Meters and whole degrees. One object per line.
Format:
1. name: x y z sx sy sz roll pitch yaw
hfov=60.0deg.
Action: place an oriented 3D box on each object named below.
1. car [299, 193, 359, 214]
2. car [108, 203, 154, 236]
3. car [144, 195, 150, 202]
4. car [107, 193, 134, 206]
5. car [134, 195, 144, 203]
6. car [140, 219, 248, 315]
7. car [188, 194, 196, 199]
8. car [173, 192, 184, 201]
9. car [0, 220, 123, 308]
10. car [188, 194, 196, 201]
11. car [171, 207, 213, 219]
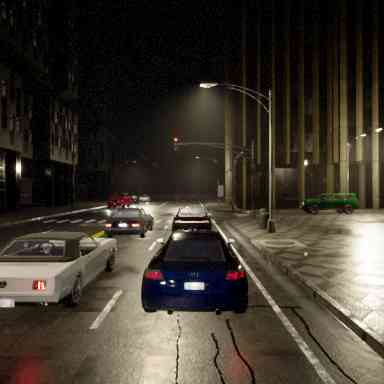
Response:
1. car: 13.566 1.113 32.990 5.566 2.045 2.150 0 0 2
2. car: -3.153 1.533 17.460 2.033 1.411 5.357 0 0 0
3. car: -9.755 1.359 68.783 1.812 1.442 4.674 0 0 0
4. car: -9.852 1.142 45.119 2.150 2.045 5.566 0 0 0
5. car: -9.842 1.377 55.232 2.128 1.511 4.902 0 0 0
6. car: 0.086 1.561 7.647 1.994 1.385 4.181 0 0 1
7. car: -0.003 1.200 85.450 1.895 1.301 4.718 0 0 0
8. car: -3.253 1.302 74.999 1.837 1.490 4.892 0 0 0
9. car: -3.148 1.597 7.868 1.895 1.301 4.718 0 0 0
10. car: -0.003 1.342 74.999 2.033 1.411 5.357 0 0 0
11. car: -0.001 1.478 16.521 2.128 1.511 4.902 0 0 0
